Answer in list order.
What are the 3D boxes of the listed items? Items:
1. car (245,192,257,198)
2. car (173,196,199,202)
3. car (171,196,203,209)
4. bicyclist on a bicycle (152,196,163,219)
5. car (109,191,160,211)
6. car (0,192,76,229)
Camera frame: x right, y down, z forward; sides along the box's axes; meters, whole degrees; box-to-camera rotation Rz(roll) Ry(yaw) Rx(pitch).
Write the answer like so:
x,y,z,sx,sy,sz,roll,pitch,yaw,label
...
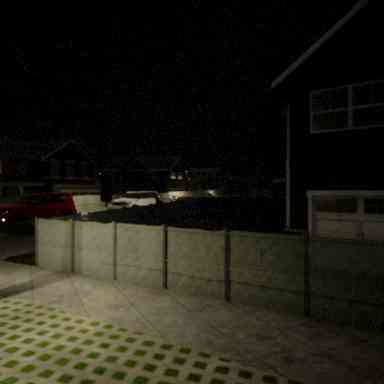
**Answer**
x,y,z,sx,sy,sz,roll,pitch,yaw,label
10.426,0.747,59.169,2.128,1.511,4.902,0,1,17,car
-0.073,1.165,33.040,1.837,1.490,4.892,0,1,27,car
-0.501,1.185,38.874,1.895,1.301,4.718,0,1,25,car
-2.322,1.099,22.770,1.656,1.620,0.582,0,1,30,bicyclist on a bicycle
-5.002,0.938,30.130,2.150,2.045,5.566,0,1,28,car
-10.009,1.070,21.162,2.150,2.045,5.566,0,1,30,car
